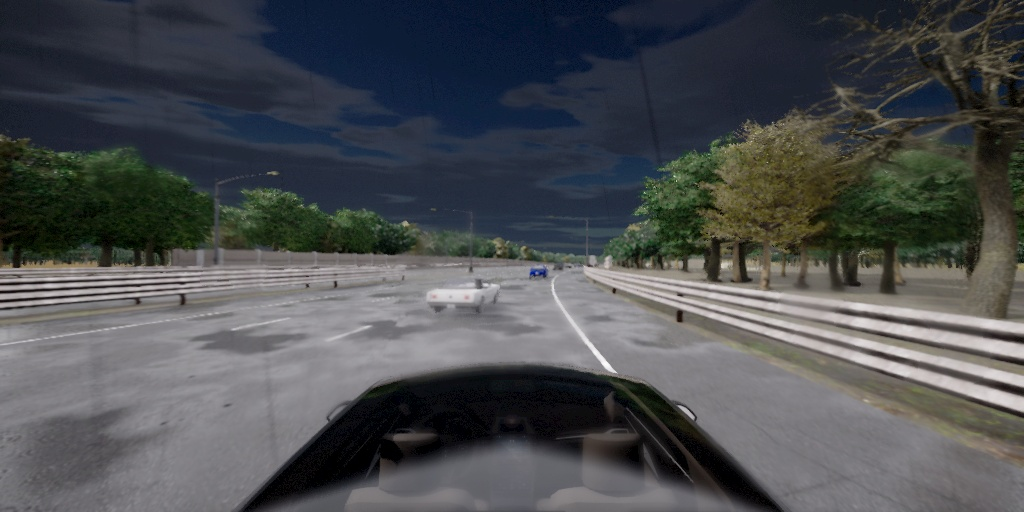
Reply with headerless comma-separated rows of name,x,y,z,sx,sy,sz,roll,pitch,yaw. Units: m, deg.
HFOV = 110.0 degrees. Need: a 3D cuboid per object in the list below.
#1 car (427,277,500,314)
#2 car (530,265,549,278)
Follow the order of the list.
car,-1.803,1.541,15.008,1.895,1.301,4.718,0,-1,10
car,3.305,1.825,43.175,1.882,1.535,5.008,0,-1,11
